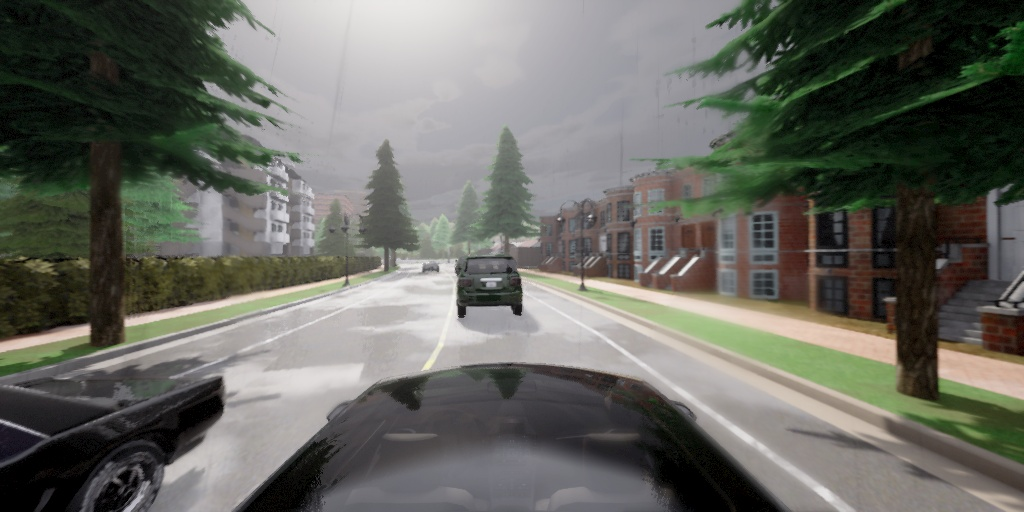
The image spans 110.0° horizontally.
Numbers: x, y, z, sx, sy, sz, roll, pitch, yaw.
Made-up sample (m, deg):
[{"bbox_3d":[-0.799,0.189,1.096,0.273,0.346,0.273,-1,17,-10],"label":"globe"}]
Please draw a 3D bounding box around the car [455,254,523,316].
[{"bbox_3d":[-0.923,0.956,13.469,2.150,2.045,5.566,-1,0,-6],"label":"car"}]

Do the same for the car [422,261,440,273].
[{"bbox_3d":[-9.643,1.321,42.702,1.994,1.385,4.181,-1,0,-13],"label":"car"}]

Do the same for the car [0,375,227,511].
[{"bbox_3d":[-3.679,1.387,1.234,1.895,1.301,4.718,-1,0,-1],"label":"car"}]

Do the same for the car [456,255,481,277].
[{"bbox_3d":[-4.479,0.943,36.162,2.150,2.045,5.566,-1,0,-11],"label":"car"}]
